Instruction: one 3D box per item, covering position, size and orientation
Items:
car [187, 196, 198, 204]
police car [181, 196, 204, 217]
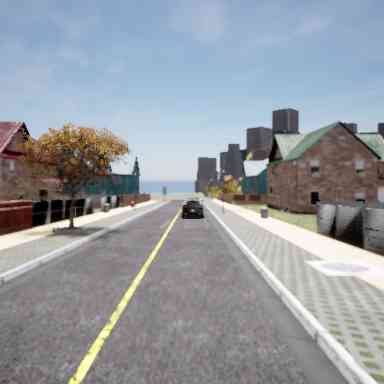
[{"bbox_3d":[0.116,1.383,60.273,1.895,1.301,4.718,0,0,0],"label":"car"},{"bbox_3d":[0.079,1.305,29.799,1.930,1.638,5.238,0,0,1],"label":"police car"}]
